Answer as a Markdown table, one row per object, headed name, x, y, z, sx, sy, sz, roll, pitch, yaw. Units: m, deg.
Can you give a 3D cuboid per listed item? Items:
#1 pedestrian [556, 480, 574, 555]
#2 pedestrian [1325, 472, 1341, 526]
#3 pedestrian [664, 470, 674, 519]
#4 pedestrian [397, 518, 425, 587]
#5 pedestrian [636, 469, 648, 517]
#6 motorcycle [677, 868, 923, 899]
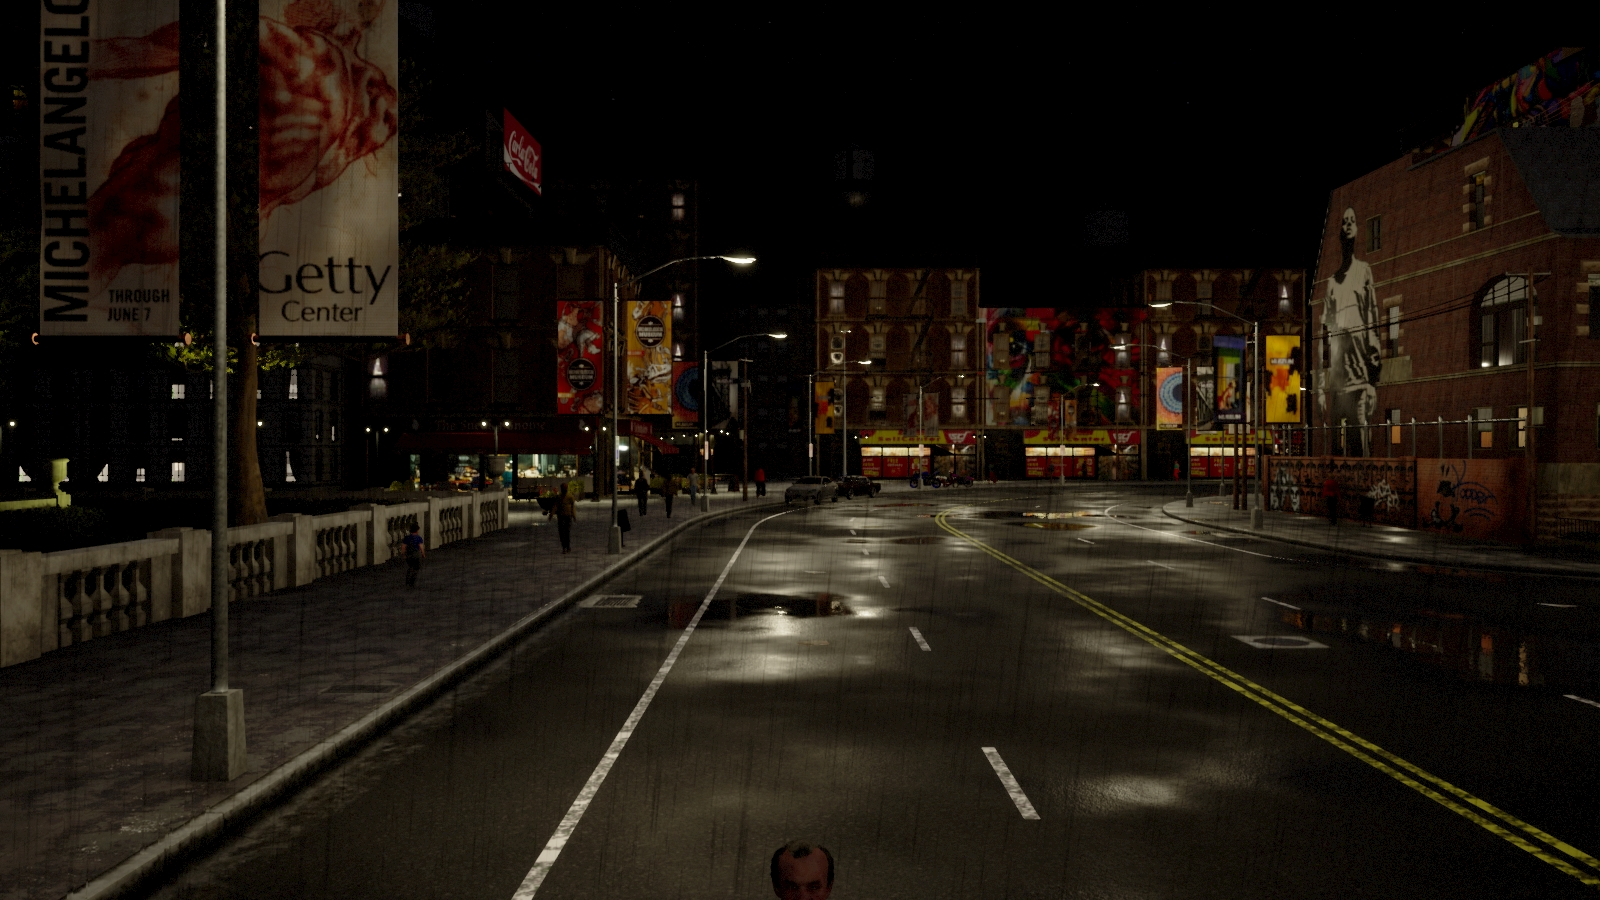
| name | x | y | z | sx | sy | sz | roll | pitch | yaw |
| --- | --- | --- | --- | --- | --- | --- | --- | --- | --- |
| pedestrian | -5.920 | 1.696 | 28.805 | 0.375 | 1.860 | 0.375 | 0 | 0 | -1 |
| pedestrian | 18.573 | 1.696 | 39.827 | 0.375 | 1.860 | 0.375 | 0 | 0 | 1 |
| pedestrian | -5.007 | 1.696 | 43.771 | 0.375 | 1.860 | 0.375 | 0 | 0 | -5 |
| pedestrian | -7.533 | 1.978 | 22.137 | 0.375 | 1.300 | 0.375 | 0 | 0 | 7 |
| pedestrian | -6.226 | 1.696 | 45.063 | 0.375 | 1.860 | 0.375 | 0 | 0 | 3 |
| motorcycle | -0.002 | 2.182 | 3.374 | 0.856 | 1.236 | 1.805 | 0 | 0 | 0 |
